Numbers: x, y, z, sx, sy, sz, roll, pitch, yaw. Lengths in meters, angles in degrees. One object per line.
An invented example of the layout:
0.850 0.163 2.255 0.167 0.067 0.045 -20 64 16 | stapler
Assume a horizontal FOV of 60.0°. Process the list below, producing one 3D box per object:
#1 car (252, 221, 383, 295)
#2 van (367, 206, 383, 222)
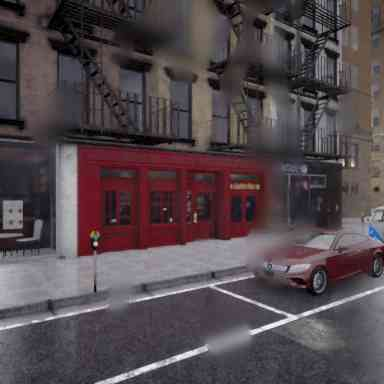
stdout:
3.424 1.581 8.618 4.206 1.307 1.802 0 0 -35 | car
7.832 1.340 11.747 3.998 1.788 1.690 0 0 -35 | van
